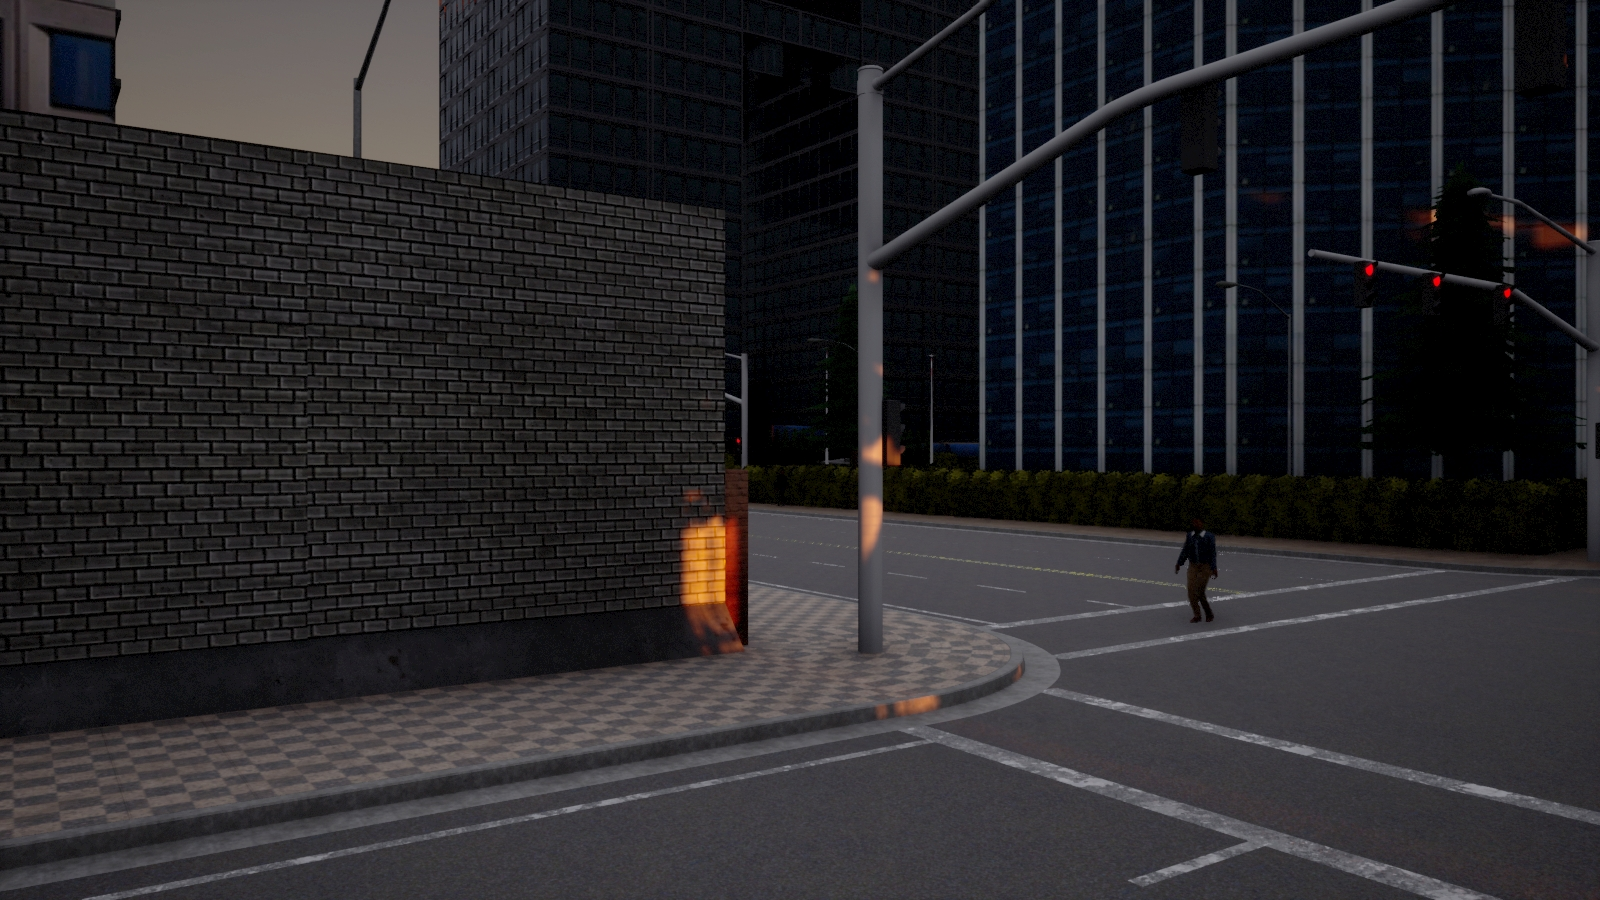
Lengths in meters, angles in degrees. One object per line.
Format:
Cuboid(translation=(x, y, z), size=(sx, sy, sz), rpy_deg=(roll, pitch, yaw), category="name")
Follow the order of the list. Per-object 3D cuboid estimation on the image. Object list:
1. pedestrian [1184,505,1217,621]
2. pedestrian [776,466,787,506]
Cuboid(translation=(6.593, 1.848, 18.809), size=(0.375, 1.860, 0.375), rpy_deg=(0, 0, -43), category="pedestrian")
Cuboid(translation=(-0.864, 1.698, 53.563), size=(0.375, 1.860, 0.375), rpy_deg=(0, 0, -32), category="pedestrian")
